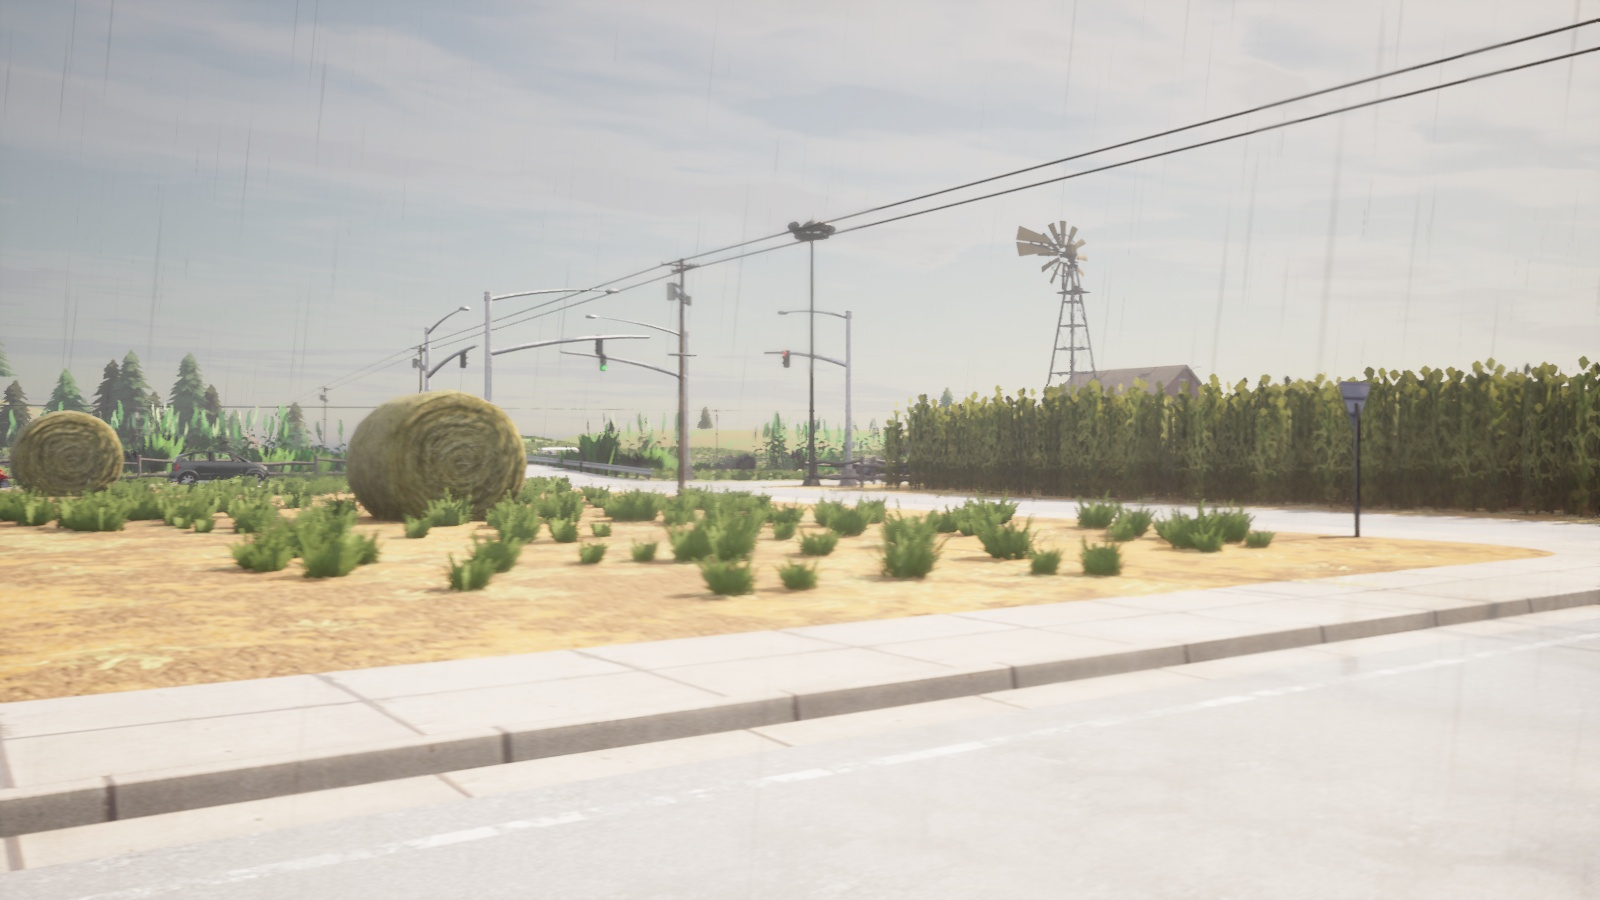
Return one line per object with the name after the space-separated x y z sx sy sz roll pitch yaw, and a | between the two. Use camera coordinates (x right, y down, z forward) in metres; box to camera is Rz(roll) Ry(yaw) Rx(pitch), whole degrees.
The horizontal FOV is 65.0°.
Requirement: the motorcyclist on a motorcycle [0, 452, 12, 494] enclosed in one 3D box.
-30.805 0.871 47.373 1.817 1.590 0.866 0 0 -31 | motorcyclist on a motorcycle

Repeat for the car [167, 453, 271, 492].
-23.845 0.892 51.559 3.705 1.549 1.789 0 0 -31 | car

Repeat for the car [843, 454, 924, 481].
4.584 0.944 68.868 4.193 1.474 1.816 0 0 -34 | car
